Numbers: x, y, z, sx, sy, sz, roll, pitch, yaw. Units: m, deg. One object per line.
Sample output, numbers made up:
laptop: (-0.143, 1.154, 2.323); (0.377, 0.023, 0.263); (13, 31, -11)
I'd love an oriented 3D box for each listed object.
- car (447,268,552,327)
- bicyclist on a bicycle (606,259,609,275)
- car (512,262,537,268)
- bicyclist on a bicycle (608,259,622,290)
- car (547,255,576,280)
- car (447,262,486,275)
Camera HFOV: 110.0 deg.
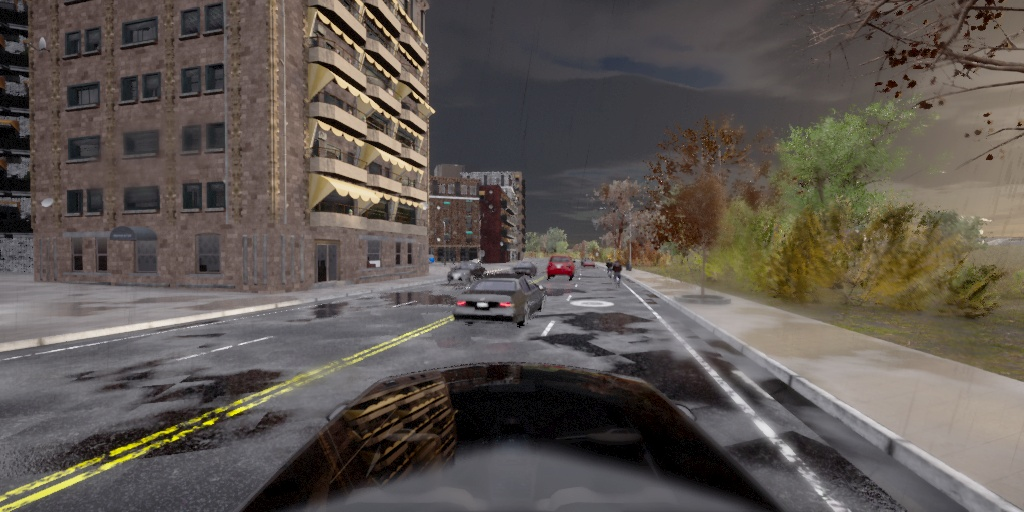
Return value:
car: (-0.158, 1.295, 11.606); (2.033, 1.411, 5.357); (0, 0, 14)
bicyclist on a bicycle: (8.287, 1.111, 30.559); (0.659, 1.776, 1.843); (0, 0, 12)
car: (1.232, 1.291, 33.362); (2.033, 1.411, 5.357); (0, 0, 12)
bicyclist on a bicycle: (6.350, 1.114, 21.693); (0.659, 1.776, 1.843); (0, 0, 13)
car: (4.344, 0.964, 31.446); (2.150, 2.045, 5.566); (0, 0, 12)
car: (-3.378, 1.239, 27.410); (2.128, 1.511, 4.902); (0, 0, 12)
